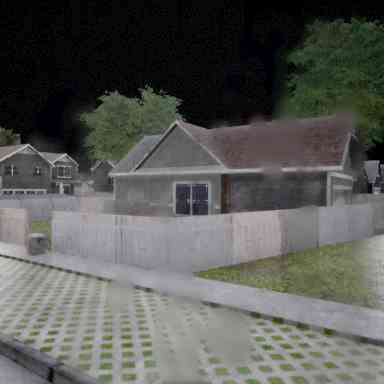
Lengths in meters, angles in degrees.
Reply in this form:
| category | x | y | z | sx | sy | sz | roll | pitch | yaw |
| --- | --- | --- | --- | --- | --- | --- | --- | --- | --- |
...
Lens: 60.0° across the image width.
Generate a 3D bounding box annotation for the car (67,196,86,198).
| category | x | y | z | sx | sy | sz | roll | pitch | yaw |
| --- | --- | --- | --- | --- | --- | --- | --- | --- | --- |
| car | -12.753 | 1.166 | 36.183 | 1.837 | 1.490 | 4.892 | 1 | 1 | 34 |
